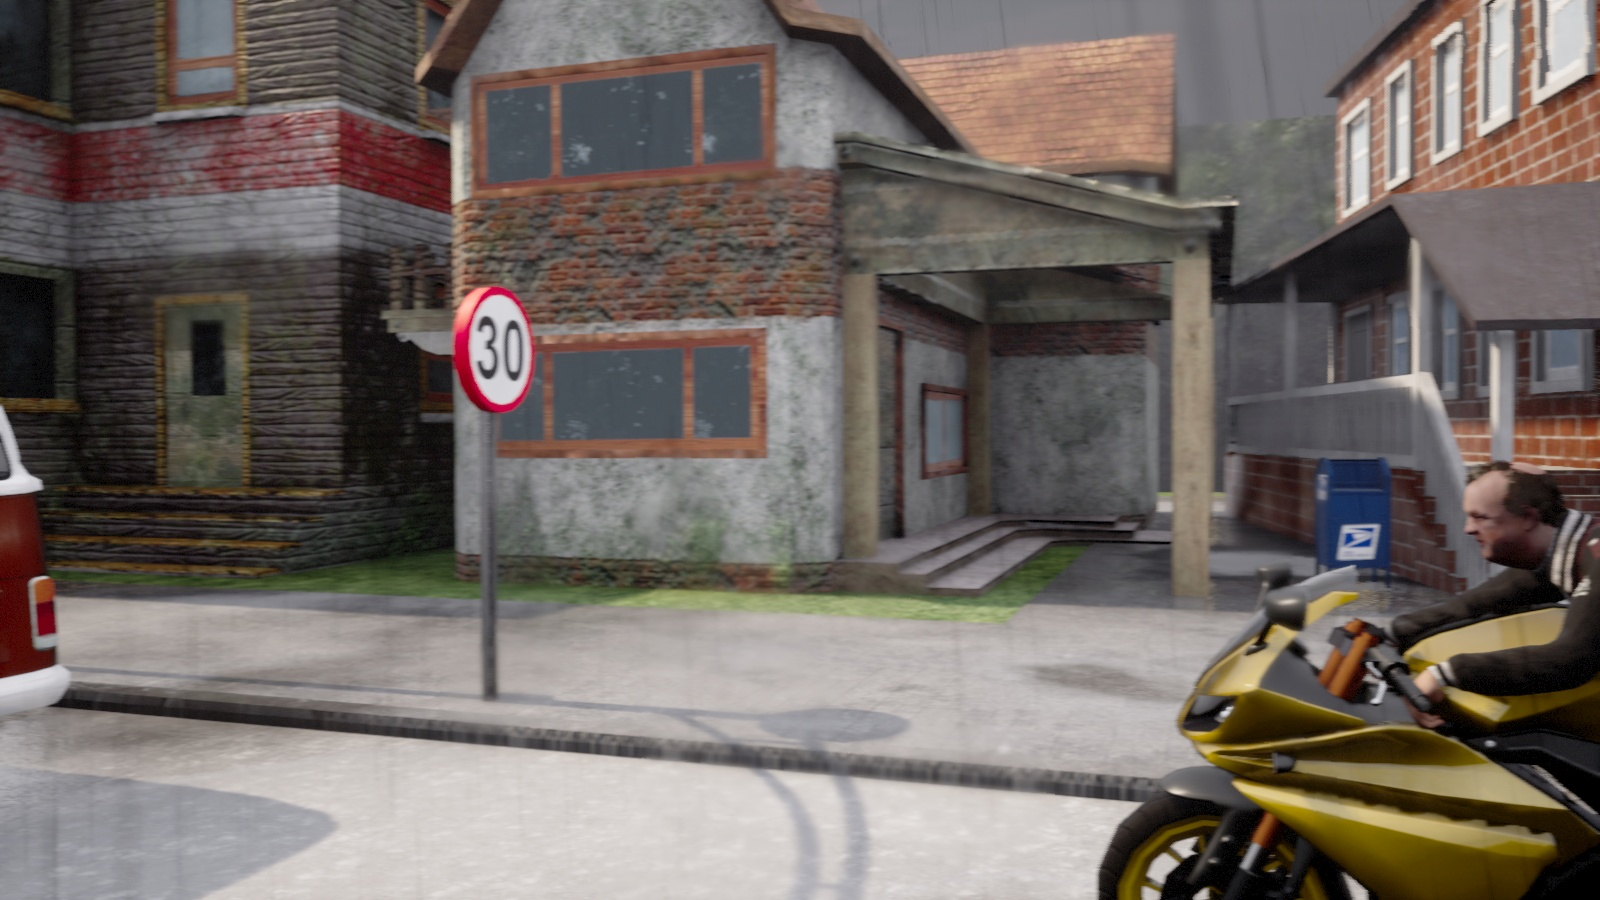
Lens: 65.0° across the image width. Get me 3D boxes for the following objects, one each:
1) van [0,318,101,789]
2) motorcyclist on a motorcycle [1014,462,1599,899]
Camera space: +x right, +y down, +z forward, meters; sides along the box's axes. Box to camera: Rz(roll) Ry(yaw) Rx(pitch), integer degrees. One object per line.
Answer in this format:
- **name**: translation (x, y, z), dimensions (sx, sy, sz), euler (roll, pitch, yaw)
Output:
- **van**: translation (-5.754, 0.438, 5.653), dimensions (4.480, 2.038, 2.069), euler (1, 1, 19)
- **motorcyclist on a motorcycle**: translation (1.705, 0.818, 3.147), dimensions (2.191, 1.530, 0.866), euler (1, 1, 19)
